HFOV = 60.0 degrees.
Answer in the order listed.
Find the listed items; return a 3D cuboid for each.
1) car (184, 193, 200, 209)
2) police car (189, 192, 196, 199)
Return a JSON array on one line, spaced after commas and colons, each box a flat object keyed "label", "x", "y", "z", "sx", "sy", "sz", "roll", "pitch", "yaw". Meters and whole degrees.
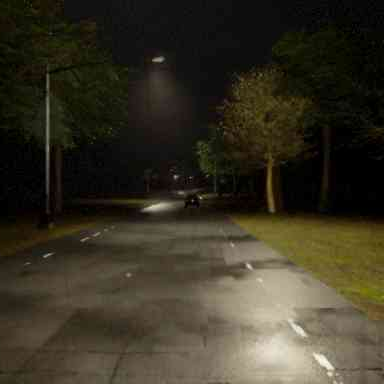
[{"label": "car", "x": 0.034, "y": 1.466, "z": 49.287, "sx": 2.150, "sy": 2.045, "sz": 5.566, "roll": 0, "pitch": -1, "yaw": 0}, {"label": "police car", "x": 0.052, "y": 0.977, "z": 94.127, "sx": 1.930, "sy": 1.638, "sz": 5.238, "roll": 0, "pitch": 1, "yaw": 0}]
